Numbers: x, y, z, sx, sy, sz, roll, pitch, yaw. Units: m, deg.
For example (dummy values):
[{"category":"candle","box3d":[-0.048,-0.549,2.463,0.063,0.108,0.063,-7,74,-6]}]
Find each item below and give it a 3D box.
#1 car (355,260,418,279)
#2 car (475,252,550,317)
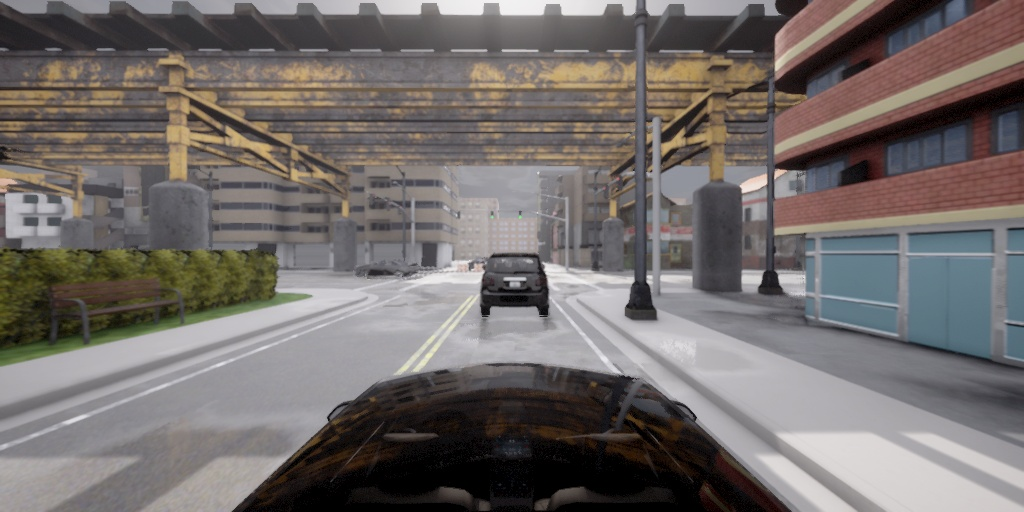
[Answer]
[{"category":"car","box3d":[-10.108,1.055,28.947,4.902,1.511,2.128,0,0,3]},{"category":"car","box3d":[0.088,0.894,12.980,2.150,2.045,5.566,0,0,0]}]
